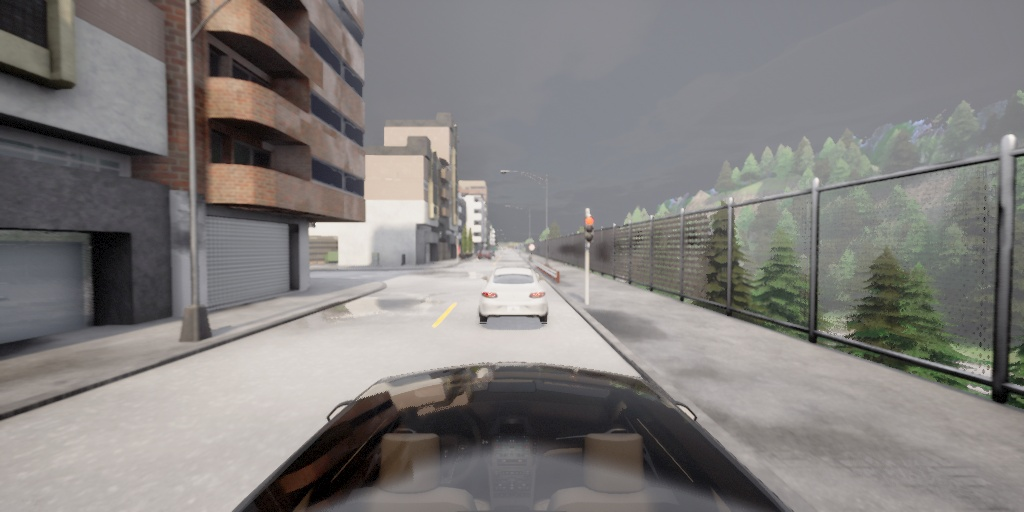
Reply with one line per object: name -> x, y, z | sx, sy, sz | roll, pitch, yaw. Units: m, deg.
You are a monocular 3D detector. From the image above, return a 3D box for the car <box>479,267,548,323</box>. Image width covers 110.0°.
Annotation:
car -> 0.039, 1.040, 10.863 | 1.812, 1.442, 4.674 | 0, 1, 0

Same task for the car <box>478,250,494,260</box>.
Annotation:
car -> -4.279, -0.176, 56.360 | 1.882, 1.535, 5.008 | 0, 1, 0
